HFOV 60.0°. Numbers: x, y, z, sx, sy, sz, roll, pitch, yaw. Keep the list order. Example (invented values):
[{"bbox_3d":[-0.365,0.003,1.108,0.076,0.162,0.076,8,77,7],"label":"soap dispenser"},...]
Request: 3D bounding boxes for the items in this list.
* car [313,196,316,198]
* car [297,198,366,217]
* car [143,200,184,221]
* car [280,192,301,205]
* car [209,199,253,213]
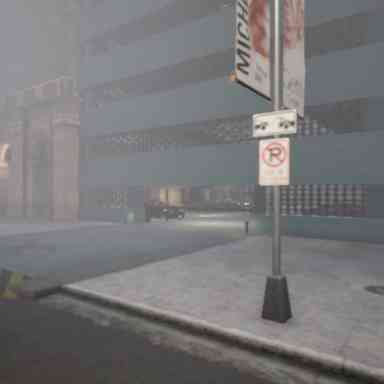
[{"bbox_3d":[28.320,1.410,82.892,4.892,1.521,2.231,0,0,35],"label":"car"},{"bbox_3d":[9.528,1.307,21.577,4.674,1.452,2.002,0,0,35],"label":"car"},{"bbox_3d":[-2.802,1.364,25.284,4.786,1.482,2.161,0,0,35],"label":"car"},{"bbox_3d":[14.292,0.979,50.062,5.566,2.045,2.435,0,0,35],"label":"car"},{"bbox_3d":[4.255,1.415,34.500,4.718,1.301,1.895,0,0,35],"label":"car"}]
